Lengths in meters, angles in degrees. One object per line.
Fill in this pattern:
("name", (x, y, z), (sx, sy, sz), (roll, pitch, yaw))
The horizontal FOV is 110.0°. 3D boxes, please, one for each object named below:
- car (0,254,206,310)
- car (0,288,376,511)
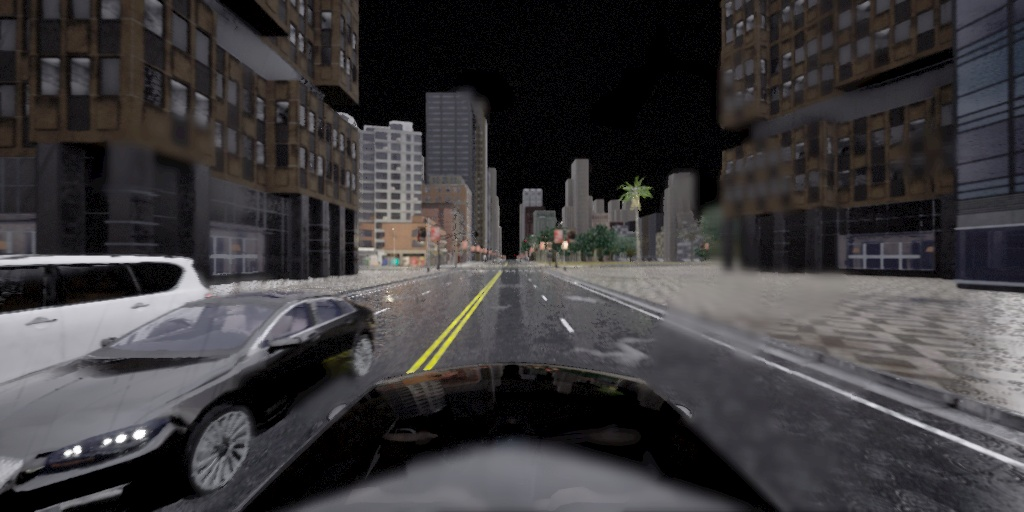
("car", (-6.602, 0.984, 4.350), (2.150, 2.045, 5.566), (0, 0, 0))
("car", (-3.350, 1.256, 4.542), (2.128, 1.511, 4.902), (0, 0, 0))
